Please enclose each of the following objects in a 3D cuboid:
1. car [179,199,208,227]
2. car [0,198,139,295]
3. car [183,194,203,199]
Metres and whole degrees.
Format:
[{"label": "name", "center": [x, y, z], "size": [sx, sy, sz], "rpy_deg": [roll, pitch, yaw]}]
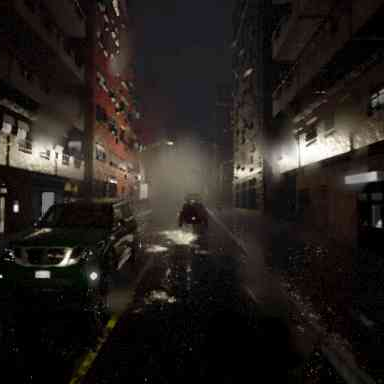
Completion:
[{"label": "car", "center": [0.101, 1.483, 23.053], "size": [1.882, 1.535, 5.008], "rpy_deg": [0, 0, 0]}, {"label": "car", "center": [-2.850, 1.225, 9.118], "size": [2.150, 2.045, 5.566], "rpy_deg": [0, 0, 0]}, {"label": "car", "center": [0.103, 1.221, 39.161], "size": [2.150, 2.045, 5.566], "rpy_deg": [0, 0, 0]}]
